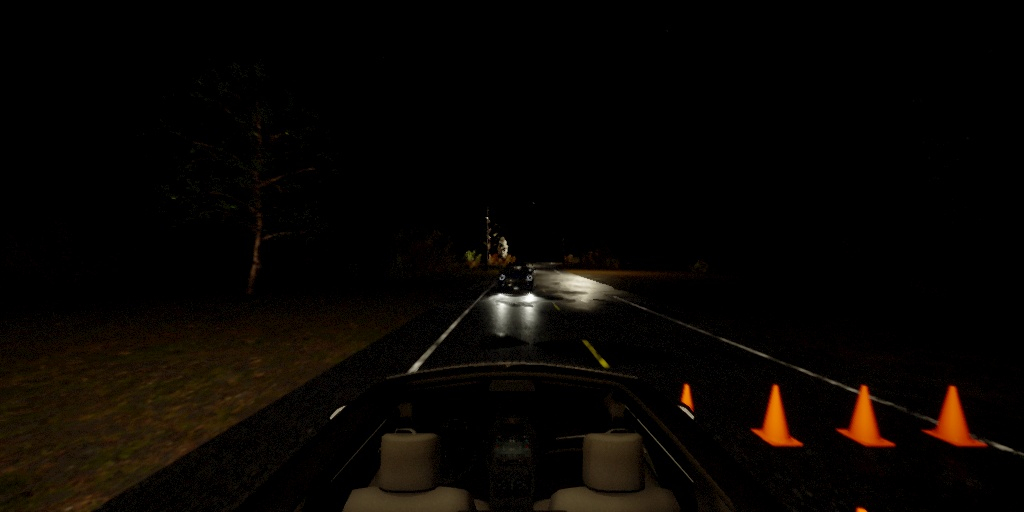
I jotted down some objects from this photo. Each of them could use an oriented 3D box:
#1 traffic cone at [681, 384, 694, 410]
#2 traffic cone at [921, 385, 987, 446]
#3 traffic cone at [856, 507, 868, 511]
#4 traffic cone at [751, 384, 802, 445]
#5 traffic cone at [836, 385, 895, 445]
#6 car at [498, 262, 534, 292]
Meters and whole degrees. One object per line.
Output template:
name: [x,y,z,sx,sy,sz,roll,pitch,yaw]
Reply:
traffic cone: [1.957,1.735,4.015,0.340,0.580,0.340,0,0,0]
traffic cone: [4.957,1.755,4.034,0.340,0.580,0.340,0,0,0]
traffic cone: [1.970,1.721,2.015,0.340,0.580,0.340,0,0,0]
traffic cone: [2.957,1.742,4.021,0.340,0.580,0.340,0,0,0]
traffic cone: [3.957,1.749,4.027,0.340,0.580,0.340,0,0,0]
car: [0.273,1.247,22.429,2.097,1.767,4.553,0,0,1]
